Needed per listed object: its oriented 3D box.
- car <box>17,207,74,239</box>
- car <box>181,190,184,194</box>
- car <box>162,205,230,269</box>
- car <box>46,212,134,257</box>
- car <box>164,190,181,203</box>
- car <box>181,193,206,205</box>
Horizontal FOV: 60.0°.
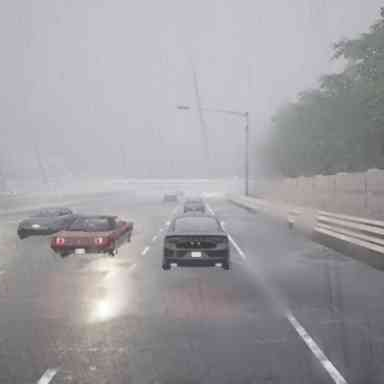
[{"bbox_3d":[-6.864,1.452,16.642,1.994,1.385,4.181,0,1,0],"label":"car"},{"bbox_3d":[-2.951,0.181,80.890,2.097,1.767,4.553,0,1,0],"label":"car"},{"bbox_3d":[0.118,1.425,10.975,1.882,1.535,5.008,0,0,0],"label":"car"},{"bbox_3d":[-3.480,1.535,12.613,1.895,1.301,4.718,0,1,0],"label":"car"},{"bbox_3d":[-3.215,0.796,51.510,1.882,1.535,5.008,0,1,1],"label":"car"},{"bbox_3d":[0.205,1.167,30.210,2.128,1.511,4.902,0,1,0],"label":"car"}]
